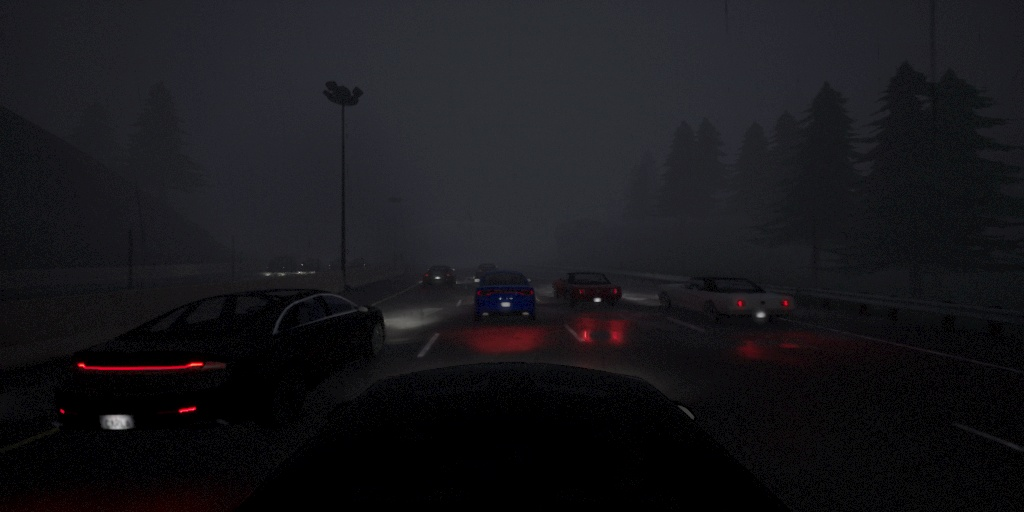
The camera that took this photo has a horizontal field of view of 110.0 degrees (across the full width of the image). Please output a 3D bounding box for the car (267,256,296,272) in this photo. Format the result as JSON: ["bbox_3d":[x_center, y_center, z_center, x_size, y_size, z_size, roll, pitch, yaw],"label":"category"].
[{"bbox_3d":[-30.676,1.015,48.028,2.150,2.045,5.566,0,0,-15],"label":"car"}]

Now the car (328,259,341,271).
[{"bbox_3d":[-23.842,1.144,49.532,2.097,1.767,4.553,0,0,-15],"label":"car"}]

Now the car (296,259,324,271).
[{"bbox_3d":[-27.336,1.194,49.096,2.097,1.767,4.553,0,0,-15],"label":"car"}]

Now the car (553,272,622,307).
[{"bbox_3d":[3.031,1.345,15.532,1.895,1.301,4.718,0,0,-4],"label":"car"}]

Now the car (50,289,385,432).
[{"bbox_3d":[-3.527,1.248,5.588,2.128,1.511,4.902,0,0,-1],"label":"car"}]

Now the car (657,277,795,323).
[{"bbox_3d":[6.747,1.337,12.096,1.895,1.301,4.718,0,0,-3],"label":"car"}]

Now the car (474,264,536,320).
[{"bbox_3d":[-0.309,1.228,12.672,1.882,1.535,5.008,0,0,-3],"label":"car"}]

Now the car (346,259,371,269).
[{"bbox_3d":[-19.355,1.138,45.626,2.097,1.767,4.553,0,0,-13],"label":"car"}]

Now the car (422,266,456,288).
[{"bbox_3d":[-4.822,1.323,24.170,1.994,1.385,4.181,0,0,-6],"label":"car"}]
